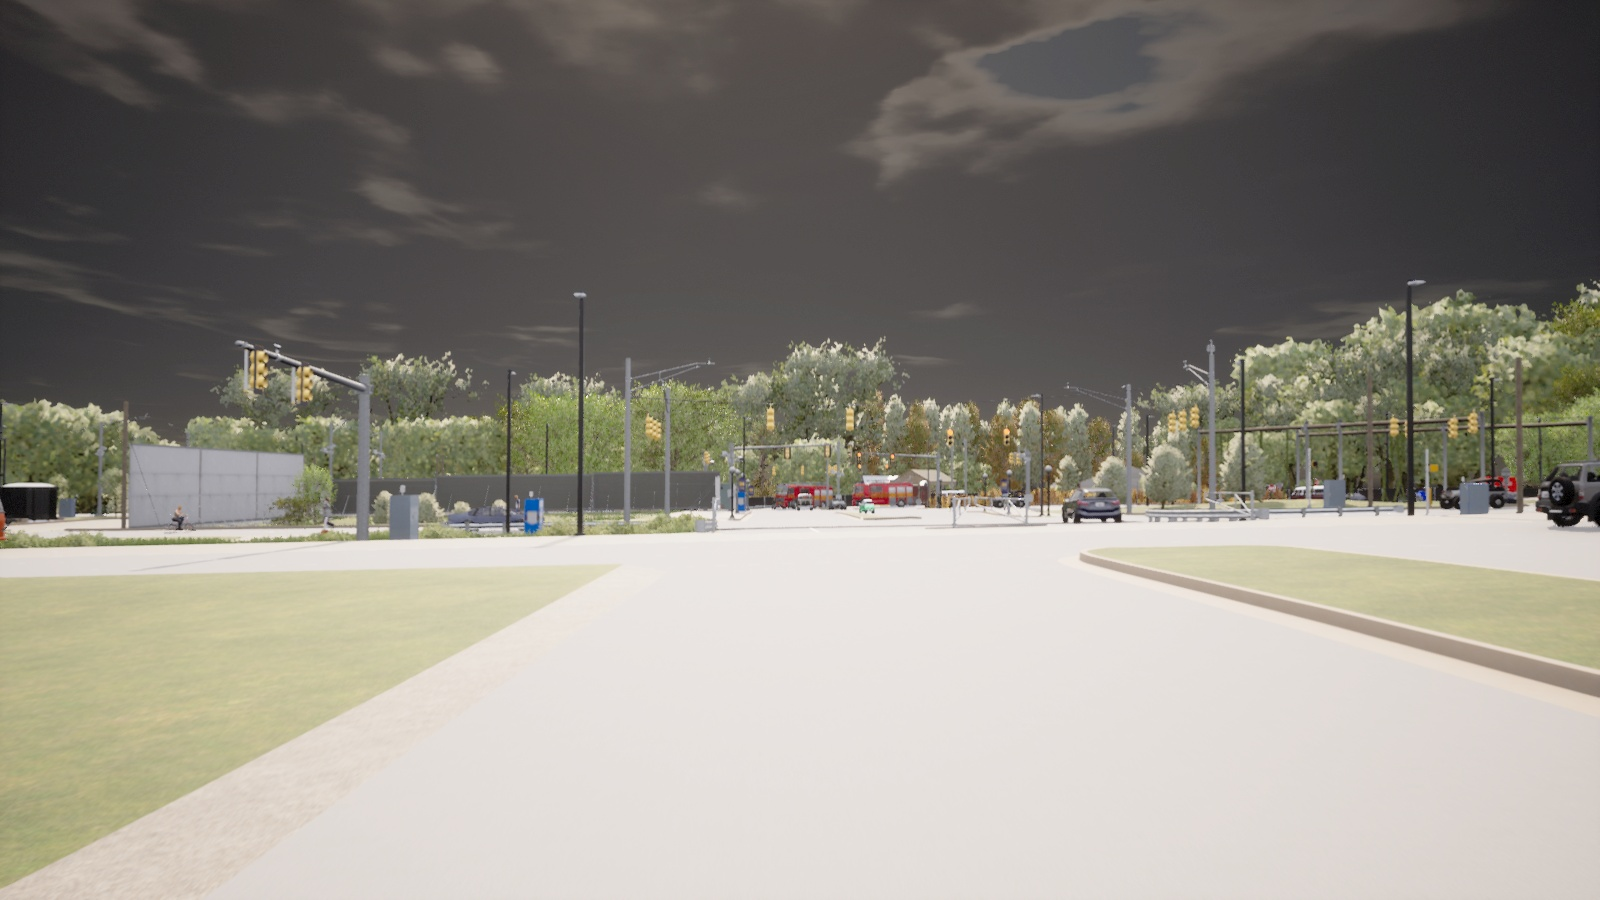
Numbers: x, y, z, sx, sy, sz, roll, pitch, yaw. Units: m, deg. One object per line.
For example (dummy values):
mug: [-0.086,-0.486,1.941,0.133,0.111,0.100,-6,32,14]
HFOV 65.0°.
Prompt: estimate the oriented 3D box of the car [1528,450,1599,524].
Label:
car: [21.997,0.924,32.964,4.605,1.855,1.932,-2,-2,-3]

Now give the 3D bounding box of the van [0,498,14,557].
van: [-29.410,2.701,42.541,4.442,1.987,1.775,-2,-2,-1]

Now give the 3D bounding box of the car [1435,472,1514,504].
car: [42.171,2.387,78.591,3.866,1.878,1.905,-2,-2,-2]

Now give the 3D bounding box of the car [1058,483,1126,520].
car: [13.948,2.454,60.195,2.242,1.667,4.611,-2,-2,1]

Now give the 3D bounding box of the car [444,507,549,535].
car: [-16.956,3.950,70.300,5.357,1.411,2.033,-1,-2,-1]
